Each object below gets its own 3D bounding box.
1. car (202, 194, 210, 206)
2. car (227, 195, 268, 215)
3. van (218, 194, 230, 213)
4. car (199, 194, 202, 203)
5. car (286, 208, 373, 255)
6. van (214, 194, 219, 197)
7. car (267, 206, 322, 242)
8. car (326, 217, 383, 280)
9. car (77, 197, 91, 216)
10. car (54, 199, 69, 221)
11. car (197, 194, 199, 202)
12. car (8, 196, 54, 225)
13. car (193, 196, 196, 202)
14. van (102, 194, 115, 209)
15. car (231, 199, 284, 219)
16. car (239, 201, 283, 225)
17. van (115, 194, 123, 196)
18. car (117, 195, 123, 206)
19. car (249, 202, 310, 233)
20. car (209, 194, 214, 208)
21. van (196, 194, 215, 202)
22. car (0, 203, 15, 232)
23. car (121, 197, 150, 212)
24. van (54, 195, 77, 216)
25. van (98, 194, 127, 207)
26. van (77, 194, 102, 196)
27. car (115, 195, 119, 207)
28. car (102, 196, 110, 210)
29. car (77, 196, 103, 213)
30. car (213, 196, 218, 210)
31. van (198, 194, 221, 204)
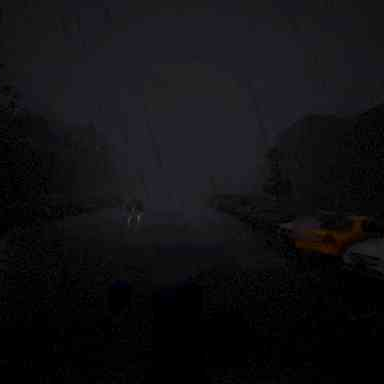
[{"bbox_3d":[4.786,1.286,46.934,5.566,2.045,2.435,1,0,-22],"label":"car"},{"bbox_3d":[5.555,1.375,26.407,4.553,1.767,2.185,1,0,-22],"label":"car"},{"bbox_3d":[5.202,1.277,32.214,4.442,1.987,1.878,1,0,-22],"label":"van"},{"bbox_3d":[4.492,1.586,58.716,5.366,1.575,1.946,1,-1,-22],"label":"car"},{"bbox_3d":[6.240,1.499,11.814,5.366,1.575,1.946,1,0,-22],"label":"car"},{"bbox_3d":[5.195,1.289,38.174,4.442,1.987,1.878,1,0,-22],"label":"van"},{"bbox_3d":[5.963,1.540,14.671,4.674,1.452,2.002,1,0,-22],"label":"car"},{"bbox_3d":[6.182,1.540,8.807,4.674,1.452,2.002,1,0,-22],"label":"car"},{"bbox_3d":[-12.490,1.530,31.632,4.892,1.521,2.231,-1,0,-22],"label":"car"},{"bbox_3d":[-12.305,1.555,25.736,4.792,1.488,2.163,-1,0,-22],"label":"car"},{"bbox_3d":[4.275,1.616,64.573,5.366,1.575,1.946,1,-1,-22],"label":"car"},{"bbox_3d":[-12.143,1.398,22.817,4.553,1.767,2.185,-1,0,-22],"label":"car"},{"bbox_3d":[3.590,1.655,73.229,5.366,1.575,1.946,1,0,-22],"label":"car"},{"bbox_3d":[-12.835,1.326,43.450,4.442,1.987,1.878,-1,0,-22],"label":"van"},{"bbox_3d":[5.639,1.501,23.468,4.892,1.521,2.231,1,0,-22],"label":"car"},{"bbox_3d":[5.715,1.529,20.522,4.792,1.488,2.163,1,0,-22],"label":"car"},{"bbox_3d":[-13.375,1.362,52.179,4.442,1.987,1.878,-1,0,-22],"label":"van"},{"bbox_3d":[-13.161,1.613,49.288,4.674,1.452,2.002,-1,0,-22],"label":"car"},{"bbox_3d":[5.862,1.501,17.600,4.892,1.521,2.231,1,0,-22],"label":"car"},{"bbox_3d":[4.949,1.393,41.048,4.553,1.767,2.185,1,0,-22],"label":"car"},{"bbox_3d":[3.380,1.607,85.066,4.442,1.987,1.878,1,-2,-22],"label":"van"},{"bbox_3d":[-11.974,1.554,16.906,4.792,1.488,2.163,-1,0,-22],"label":"car"},{"bbox_3d":[-6.447,1.537,38.493,2.128,1.511,4.902,0,0,-2],"label":"car"},{"bbox_3d":[-12.495,1.303,28.640,4.442,1.987,1.878,-1,0,-22],"label":"van"},{"bbox_3d":[-13.272,1.372,55.219,4.442,1.987,1.878,-1,-1,-22],"label":"van"},{"bbox_3d":[-12.828,1.315,37.470,4.442,1.987,1.878,-1,0,-22],"label":"van"},{"bbox_3d":[-13.049,1.603,46.345,4.674,1.452,2.002,-1,0,-22],"label":"car"},{"bbox_3d":[-12.823,1.584,40.455,4.674,1.452,2.002,-1,0,-22],"label":"car"},{"bbox_3d":[-12.437,1.528,34.646,5.366,1.575,1.946,-1,0,-22],"label":"car"},{"bbox_3d":[5.189,1.508,35.194,5.008,1.535,2.097,1,0,-22],"label":"car"},{"bbox_3d":[3.772,1.419,70.319,4.442,1.987,1.878,1,0,-22],"label":"van"}]
